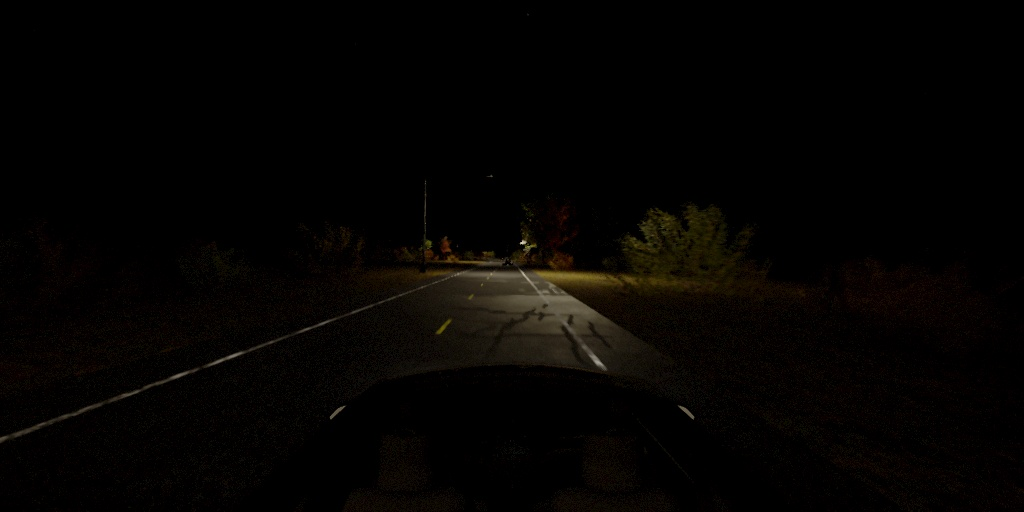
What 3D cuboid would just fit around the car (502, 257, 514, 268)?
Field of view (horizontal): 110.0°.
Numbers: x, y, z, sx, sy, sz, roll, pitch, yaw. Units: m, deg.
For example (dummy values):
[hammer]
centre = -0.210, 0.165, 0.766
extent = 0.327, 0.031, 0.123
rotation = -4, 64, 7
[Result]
[car]
centre = -0.642, 1.064, 56.607
extent = 1.895, 1.301, 4.718
rotation = 1, 0, -1
